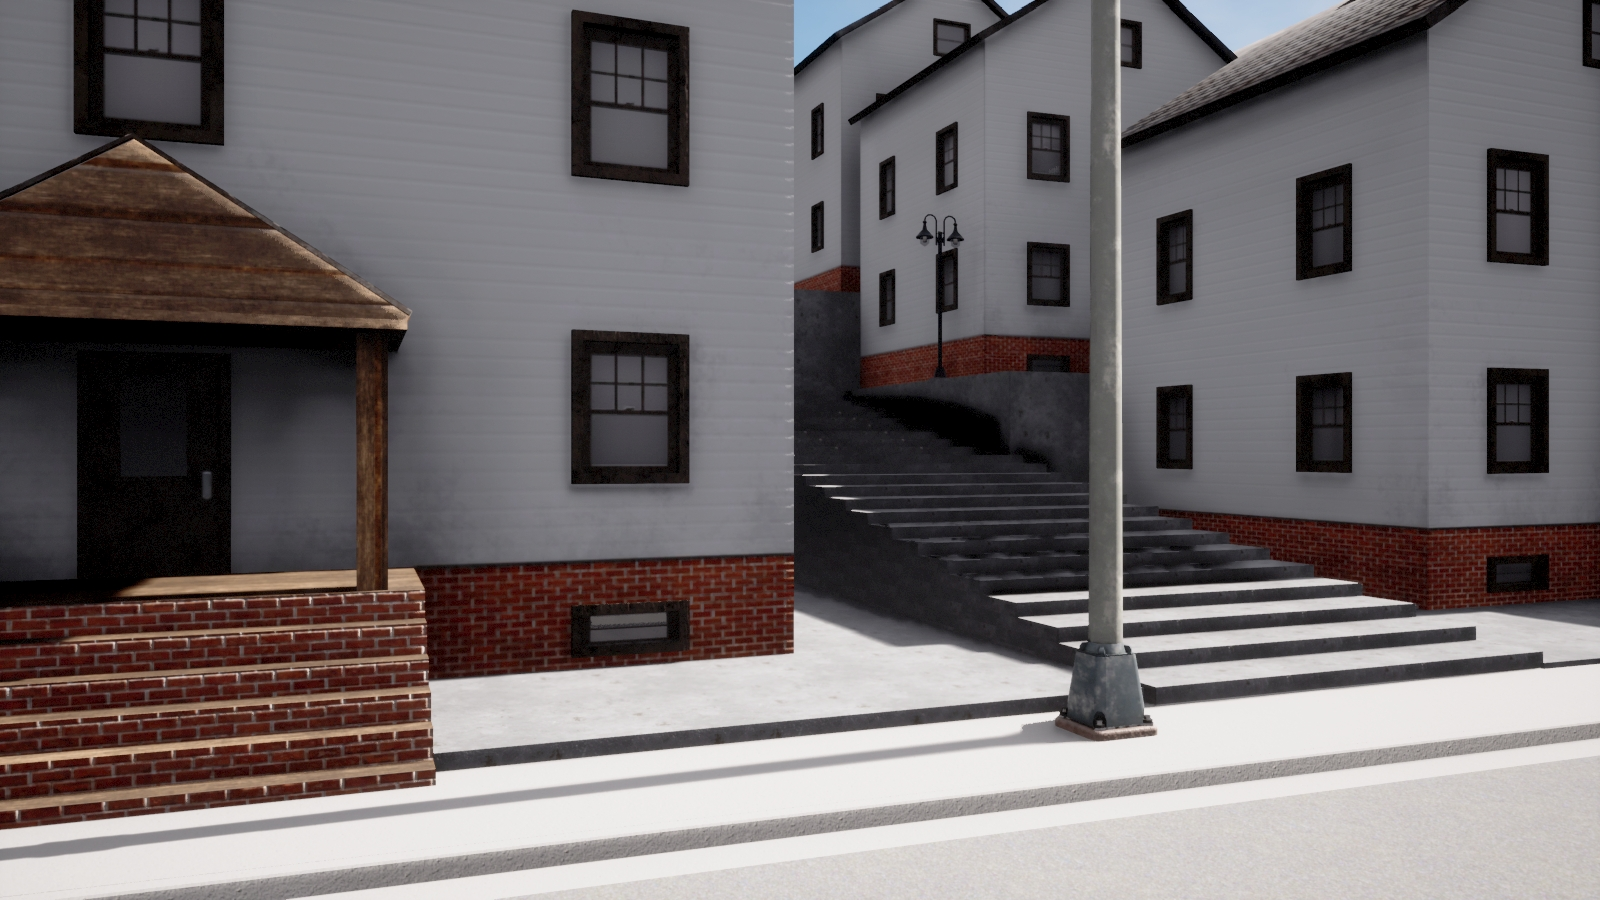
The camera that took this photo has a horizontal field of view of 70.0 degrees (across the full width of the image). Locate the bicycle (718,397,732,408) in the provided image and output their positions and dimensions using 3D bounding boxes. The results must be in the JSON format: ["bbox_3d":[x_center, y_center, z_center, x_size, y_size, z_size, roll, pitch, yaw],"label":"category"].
[{"bbox_3d":[-9.304,-5.875,142.233,1.487,1.301,0.859,0,4,40],"label":"bicycle"}]
